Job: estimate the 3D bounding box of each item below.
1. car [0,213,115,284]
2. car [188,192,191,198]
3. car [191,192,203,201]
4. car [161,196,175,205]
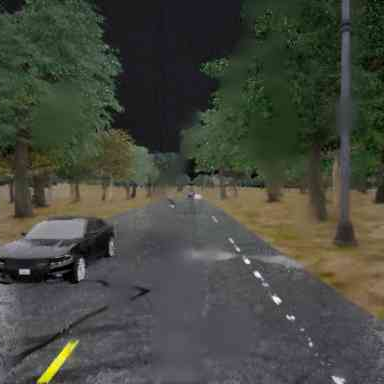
[{"bbox_3d":[-3.603,1.431,9.651,1.882,1.535,5.008,0,0,0],"label":"car"},{"bbox_3d":[-0.028,0.820,86.184,1.882,1.535,5.008,0,0,0],"label":"car"},{"bbox_3d":[1.203,1.077,69.138,1.812,1.442,4.674,0,0,0],"label":"car"},{"bbox_3d":[-3.588,1.235,50.300,1.895,1.301,4.718,0,0,0],"label":"car"}]
